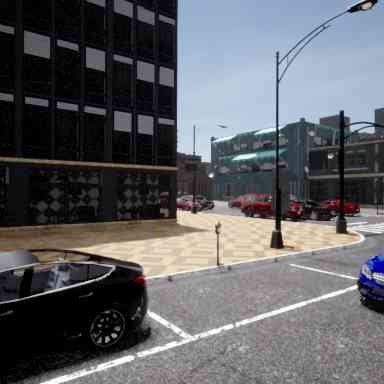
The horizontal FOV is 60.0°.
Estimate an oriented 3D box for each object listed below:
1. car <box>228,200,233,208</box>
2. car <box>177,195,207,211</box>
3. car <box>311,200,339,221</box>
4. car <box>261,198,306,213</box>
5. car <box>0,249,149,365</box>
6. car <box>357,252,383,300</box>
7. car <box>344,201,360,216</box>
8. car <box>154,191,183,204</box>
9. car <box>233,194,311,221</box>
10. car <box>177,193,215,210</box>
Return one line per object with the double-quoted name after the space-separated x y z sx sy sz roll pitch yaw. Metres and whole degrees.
6.034 1.130 38.690 1.967 1.590 4.097 1 0 -36 "car"
-0.724 1.231 33.732 1.802 1.307 4.206 1 0 -36 "car"
8.563 1.315 25.495 1.837 1.490 4.892 0 1 -38 "car"
9.314 1.340 34.218 1.802 1.307 4.206 1 0 -36 "car"
-2.688 1.566 4.636 4.313 1.339 1.947 0 0 -35 "car"
5.495 1.526 7.199 4.674 1.442 1.812 0 0 -35 "car"
12.595 1.371 29.747 1.887 1.381 4.507 1 0 -36 "car"
-3.806 0.794 52.103 2.192 1.841 5.009 1 0 -36 "car"
5.845 1.101 24.789 2.192 1.841 5.009 1 0 -36 "car"
0.527 1.149 36.395 1.837 1.490 4.892 0 0 -36 "car"
